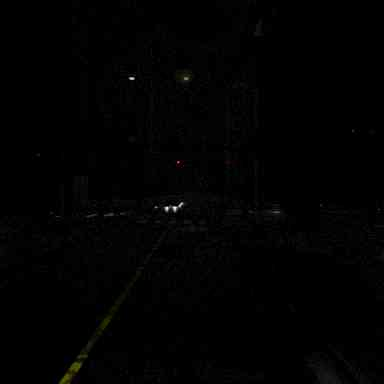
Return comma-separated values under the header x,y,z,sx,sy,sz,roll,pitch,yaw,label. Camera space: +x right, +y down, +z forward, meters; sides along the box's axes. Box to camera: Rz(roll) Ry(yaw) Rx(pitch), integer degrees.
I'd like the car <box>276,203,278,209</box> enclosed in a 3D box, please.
x,y,z,sx,sy,sz,roll,pitch,yaw,label
12.648,1.491,40.119,4.902,1.511,2.128,0,0,0,car

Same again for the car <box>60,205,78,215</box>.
x,y,z,sx,sy,sz,roll,pitch,yaw,label
-14.075,1.588,33.544,4.718,1.301,1.895,0,0,0,car

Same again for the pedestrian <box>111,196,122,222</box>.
x,y,z,sx,sy,sz,roll,pitch,yaw,label
-5.346,1.139,23.607,0.375,1.860,0.375,0,0,0,pedestrian

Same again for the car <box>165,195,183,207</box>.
x,y,z,sx,sy,sz,roll,pitch,yaw,label
-3.036,1.541,52.979,2.033,1.411,5.357,0,0,4,car

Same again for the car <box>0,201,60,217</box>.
x,y,z,sx,sy,sz,roll,pitch,yaw,label
-15.014,1.594,30.289,4.718,1.301,1.895,0,0,-2,car

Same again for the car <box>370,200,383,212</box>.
x,y,z,sx,sy,sz,roll,pitch,yaw,label
22.831,1.620,36.824,4.718,1.301,1.895,0,0,0,car

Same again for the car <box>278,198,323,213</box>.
x,y,z,sx,sy,sz,roll,pitch,yaw,label
12.208,1.569,36.870,4.181,1.385,1.994,0,0,0,car

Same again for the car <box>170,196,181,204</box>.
x,y,z,sx,sy,sz,roll,pitch,yaw,label
-3.040,1.470,62.782,1.882,1.535,5.008,0,0,0,car

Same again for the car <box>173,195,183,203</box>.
x,y,z,sx,sy,sz,roll,pitch,yaw,label
-2.990,1.517,72.944,2.128,1.511,4.902,0,0,0,car

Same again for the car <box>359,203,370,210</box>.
x,y,z,sx,sy,sz,roll,pitch,yaw,label
22.779,1.613,40.074,4.718,1.301,1.895,0,0,0,car
